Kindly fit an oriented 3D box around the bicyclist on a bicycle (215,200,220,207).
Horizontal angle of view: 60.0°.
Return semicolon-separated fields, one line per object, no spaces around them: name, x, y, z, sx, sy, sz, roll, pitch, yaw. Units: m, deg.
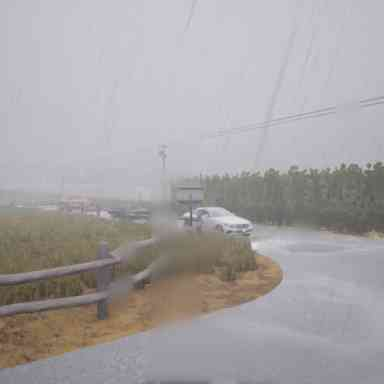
bicyclist on a bicycle;2.251;1.454;27.649;1.656;1.620;0.582;0;0;-35

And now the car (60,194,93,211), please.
car;-13.575;1.221;38.520;2.150;2.045;5.566;0;0;-35

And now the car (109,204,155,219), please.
car;-4.736;1.601;26.013;1.895;1.301;4.718;0;0;-35

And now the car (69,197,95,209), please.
car;-15.623;1.490;47.222;2.128;1.511;4.902;0;0;-36

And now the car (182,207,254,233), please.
car;1.177;1.525;17.572;1.812;1.442;4.674;0;0;-33

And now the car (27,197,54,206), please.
car;-24.862;1.564;54.563;4.181;1.385;1.994;0;0;7
